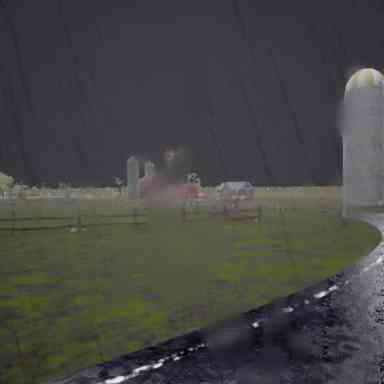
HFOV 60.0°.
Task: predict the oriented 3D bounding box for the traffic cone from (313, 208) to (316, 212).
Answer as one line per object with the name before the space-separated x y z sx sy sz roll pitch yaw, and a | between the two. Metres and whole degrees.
traffic cone | 16.807 2.386 45.680 0.340 0.580 0.340 -1 -1 -4

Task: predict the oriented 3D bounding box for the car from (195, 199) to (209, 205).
car | 2.436 2.389 84.272 1.882 1.535 5.008 -1 0 -29
